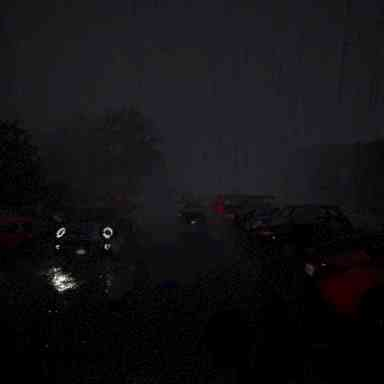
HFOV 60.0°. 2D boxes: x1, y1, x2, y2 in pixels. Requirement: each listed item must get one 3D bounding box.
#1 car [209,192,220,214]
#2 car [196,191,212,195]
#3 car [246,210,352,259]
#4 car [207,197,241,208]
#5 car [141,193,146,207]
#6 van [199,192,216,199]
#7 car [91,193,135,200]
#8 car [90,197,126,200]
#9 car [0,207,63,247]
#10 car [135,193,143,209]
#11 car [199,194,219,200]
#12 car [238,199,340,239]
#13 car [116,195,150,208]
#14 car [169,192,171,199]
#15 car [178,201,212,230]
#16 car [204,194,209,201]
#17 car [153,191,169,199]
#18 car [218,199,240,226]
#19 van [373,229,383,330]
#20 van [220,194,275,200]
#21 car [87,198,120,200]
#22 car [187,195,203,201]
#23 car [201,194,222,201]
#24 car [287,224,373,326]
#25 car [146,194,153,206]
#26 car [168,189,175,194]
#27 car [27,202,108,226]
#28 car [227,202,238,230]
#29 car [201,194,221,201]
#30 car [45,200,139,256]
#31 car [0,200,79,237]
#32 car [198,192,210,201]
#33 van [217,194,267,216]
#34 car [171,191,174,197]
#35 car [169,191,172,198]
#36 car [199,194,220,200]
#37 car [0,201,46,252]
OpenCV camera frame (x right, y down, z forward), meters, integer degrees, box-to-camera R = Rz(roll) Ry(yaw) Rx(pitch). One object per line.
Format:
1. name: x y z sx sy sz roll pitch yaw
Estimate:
1. car: 4.562 1.210 28.592 5.566 2.045 2.435 0 0 0
2. car: 4.169 1.180 79.746 5.366 1.575 1.946 0 0 0
3. car: 4.535 1.518 11.892 4.674 1.452 2.002 0 0 0
4. car: 4.514 1.477 47.933 4.674 1.452 2.002 -1 0 0
5. car: -8.581 1.318 42.381 4.553 1.767 2.185 0 0 0
6. van: 4.265 0.921 91.047 4.442 1.987 1.878 0 0 0
7. car: -8.575 1.207 31.242 5.566 2.045 2.435 0 0 0
8. car: -8.732 1.459 28.457 5.366 1.575 1.946 0 0 0
9. car: -8.550 1.478 14.657 4.892 1.521 2.231 0 0 0
10. car: -8.580 1.322 39.596 4.553 1.767 2.185 0 0 0
11. car: 4.363 1.165 85.396 5.008 1.535 2.097 0 0 0
12. car: 4.568 1.351 14.675 4.553 1.767 2.185 0 0 0
13. car: -8.520 1.311 48.077 4.553 1.767 2.185 0 0 0
14. car: -8.220 1.183 79.614 5.008 1.535 2.097 0 0 0
15. car: 0.096 1.516 20.859 1.812 1.442 4.674 0 0 0
16. car: 4.715 1.437 45.291 5.366 1.575 1.946 0 0 0
17. car: -8.201 1.066 76.914 4.553 1.767 2.185 0 0 0
18. car: 4.541 1.470 23.025 4.892 1.521 2.231 0 0 0
19. van: 4.656 1.255 3.479 4.442 1.987 1.878 0 0 0
20. van: 4.651 1.240 25.809 4.442 1.987 1.878 0 0 0
21. car: -8.551 1.465 25.798 5.008 1.535 2.097 0 0 0
22. car: 0.091 1.469 41.676 1.837 1.490 4.892 0 0 0
23. car: 4.338 1.241 74.094 4.674 1.452 2.002 0 0 0
24. car: 4.568 1.510 6.326 4.792 1.488 2.163 0 0 0
25. car: -8.579 1.189 45.291 5.566 2.045 2.435 0 0 0
26. car: -8.159 0.887 93.731 5.566 2.045 2.435 0 0 0
27. car: -8.515 1.498 23.011 4.792 1.488 2.163 0 0 0
28. car: 4.530 1.475 17.459 4.892 1.521 2.231 0 0 0
29. car: 4.345 1.232 76.919 4.674 1.452 2.002 0 0 0
30. car: -3.603 1.350 13.011 2.097 1.767 4.553 0 0 0
31. car: -8.575 1.349 17.442 4.553 1.767 2.185 0 0 0
32. car: 4.304 1.240 71.267 4.792 1.488 2.163 0 0 0
33. van: 4.649 1.232 31.251 4.442 1.987 1.878 0 0 0
34. car: -8.165 1.177 90.909 4.792 1.488 2.163 0 0 0
35. car: -8.216 1.166 85.386 4.892 1.521 2.231 0 0 0
36. car: 4.366 1.174 82.571 5.008 1.535 2.097 0 0 0
37. car: -8.515 1.227 11.873 5.566 2.045 2.435 0 0 0
